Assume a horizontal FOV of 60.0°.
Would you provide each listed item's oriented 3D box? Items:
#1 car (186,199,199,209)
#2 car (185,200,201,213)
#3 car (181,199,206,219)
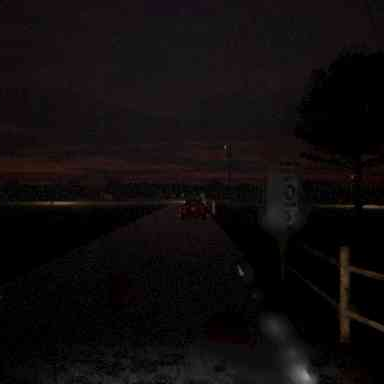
[{"bbox_3d":[0.059,1.801,49.543,1.895,1.301,4.718,0,0,0],"label":"car"},{"bbox_3d":[0.130,1.658,39.525,1.812,1.442,4.674,0,0,0],"label":"car"},{"bbox_3d":[0.122,1.434,29.621,2.097,1.767,4.553,0,0,0],"label":"car"}]
